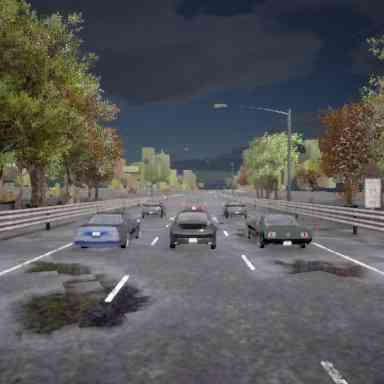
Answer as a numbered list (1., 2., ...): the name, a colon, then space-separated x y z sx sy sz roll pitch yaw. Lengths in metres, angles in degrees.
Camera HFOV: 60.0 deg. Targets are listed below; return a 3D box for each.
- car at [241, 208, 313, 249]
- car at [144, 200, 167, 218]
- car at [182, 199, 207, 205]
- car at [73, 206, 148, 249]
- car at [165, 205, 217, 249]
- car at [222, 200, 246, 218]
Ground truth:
1. car: 3.552 1.612 14.522 1.895 1.301 4.718 0 0 0
2. car: -3.292 1.485 29.528 2.128 1.511 4.902 0 0 1
3. car: 0.208 1.356 29.449 2.097 1.767 4.553 0 0 1
4. car: -3.448 1.559 14.541 2.033 1.411 5.357 0 0 0
5. car: 0.052 1.512 14.516 1.837 1.490 4.892 0 0 0
6. car: 3.708 1.485 29.430 2.128 1.511 4.902 0 0 1
